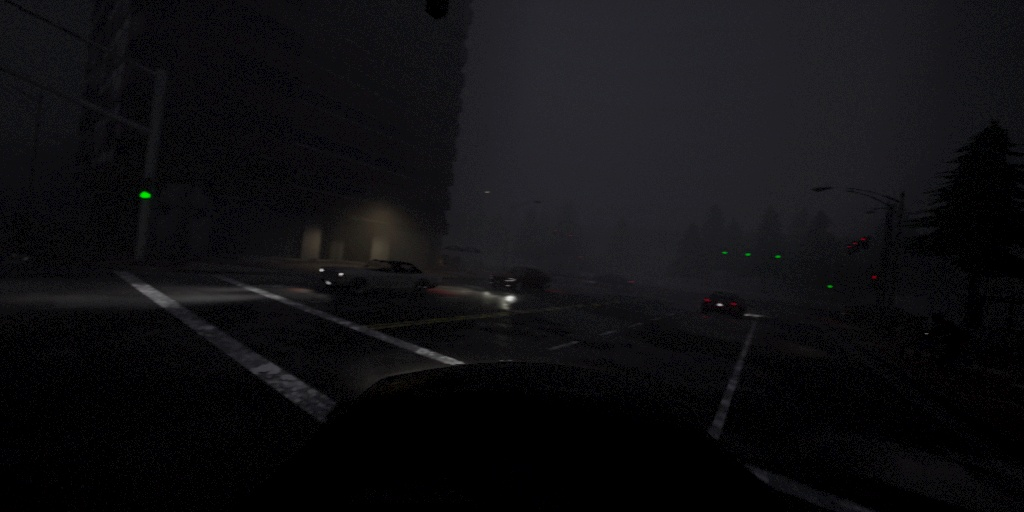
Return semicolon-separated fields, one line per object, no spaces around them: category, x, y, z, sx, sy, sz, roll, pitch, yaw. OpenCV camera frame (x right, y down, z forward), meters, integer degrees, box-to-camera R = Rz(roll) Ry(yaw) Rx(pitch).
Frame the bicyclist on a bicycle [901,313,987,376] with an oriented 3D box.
bicyclist on a bicycle;12.429;2.502;10.330;1.656;1.620;0.582;6;-1;36

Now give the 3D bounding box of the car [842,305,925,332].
car;27.343;4.419;26.096;4.902;1.511;2.128;6;-1;27

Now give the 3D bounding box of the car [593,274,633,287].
car;12.295;2.880;43.811;2.033;1.411;5.357;7;0;-29

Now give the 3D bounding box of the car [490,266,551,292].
car;0.640;1.413;22.894;1.882;1.535;5.008;6;0;36

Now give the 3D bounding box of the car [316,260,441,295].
car;-5.289;0.819;14.705;1.895;1.301;4.718;6;0;37

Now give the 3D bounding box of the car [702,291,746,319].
car;13.017;2.898;21.949;1.994;1.385;4.181;6;0;37
